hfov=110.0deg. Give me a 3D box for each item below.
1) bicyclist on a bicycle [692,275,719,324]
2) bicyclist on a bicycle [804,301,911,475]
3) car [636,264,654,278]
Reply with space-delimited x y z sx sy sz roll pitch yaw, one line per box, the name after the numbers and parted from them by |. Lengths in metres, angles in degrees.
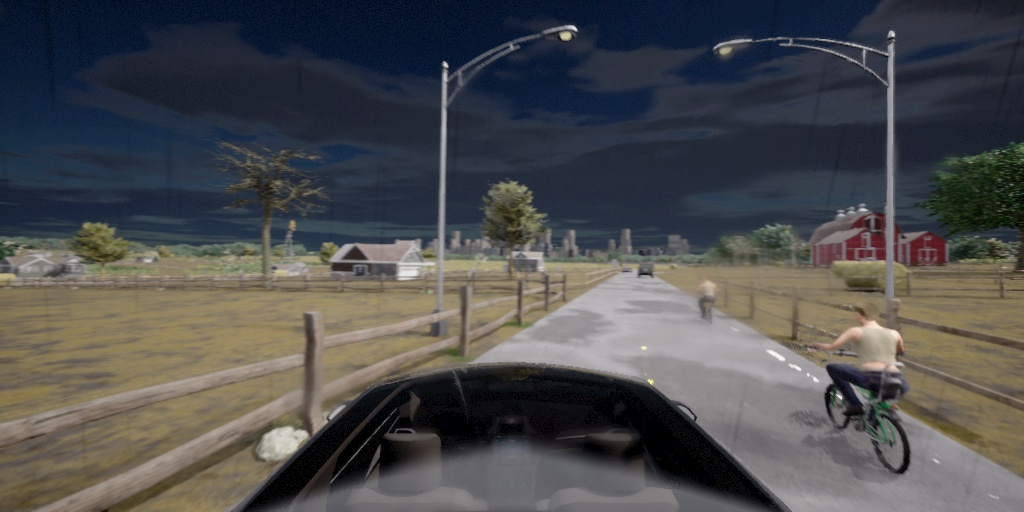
6.734 1.476 12.397 0.866 1.612 1.509 1 -1 18 | bicyclist on a bicycle
3.828 1.292 3.936 0.866 1.612 1.509 1 -1 19 | bicyclist on a bicycle
19.932 2.230 53.644 2.150 2.045 5.566 1 -1 19 | car
